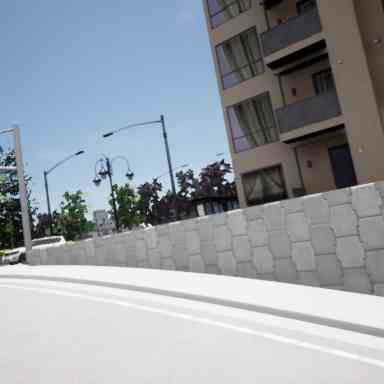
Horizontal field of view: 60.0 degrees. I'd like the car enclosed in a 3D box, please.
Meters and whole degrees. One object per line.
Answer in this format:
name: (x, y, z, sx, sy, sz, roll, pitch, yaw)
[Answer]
car: (-14.071, 5.302, 30.307, 2.150, 2.045, 5.566, -14, -8, 35)
